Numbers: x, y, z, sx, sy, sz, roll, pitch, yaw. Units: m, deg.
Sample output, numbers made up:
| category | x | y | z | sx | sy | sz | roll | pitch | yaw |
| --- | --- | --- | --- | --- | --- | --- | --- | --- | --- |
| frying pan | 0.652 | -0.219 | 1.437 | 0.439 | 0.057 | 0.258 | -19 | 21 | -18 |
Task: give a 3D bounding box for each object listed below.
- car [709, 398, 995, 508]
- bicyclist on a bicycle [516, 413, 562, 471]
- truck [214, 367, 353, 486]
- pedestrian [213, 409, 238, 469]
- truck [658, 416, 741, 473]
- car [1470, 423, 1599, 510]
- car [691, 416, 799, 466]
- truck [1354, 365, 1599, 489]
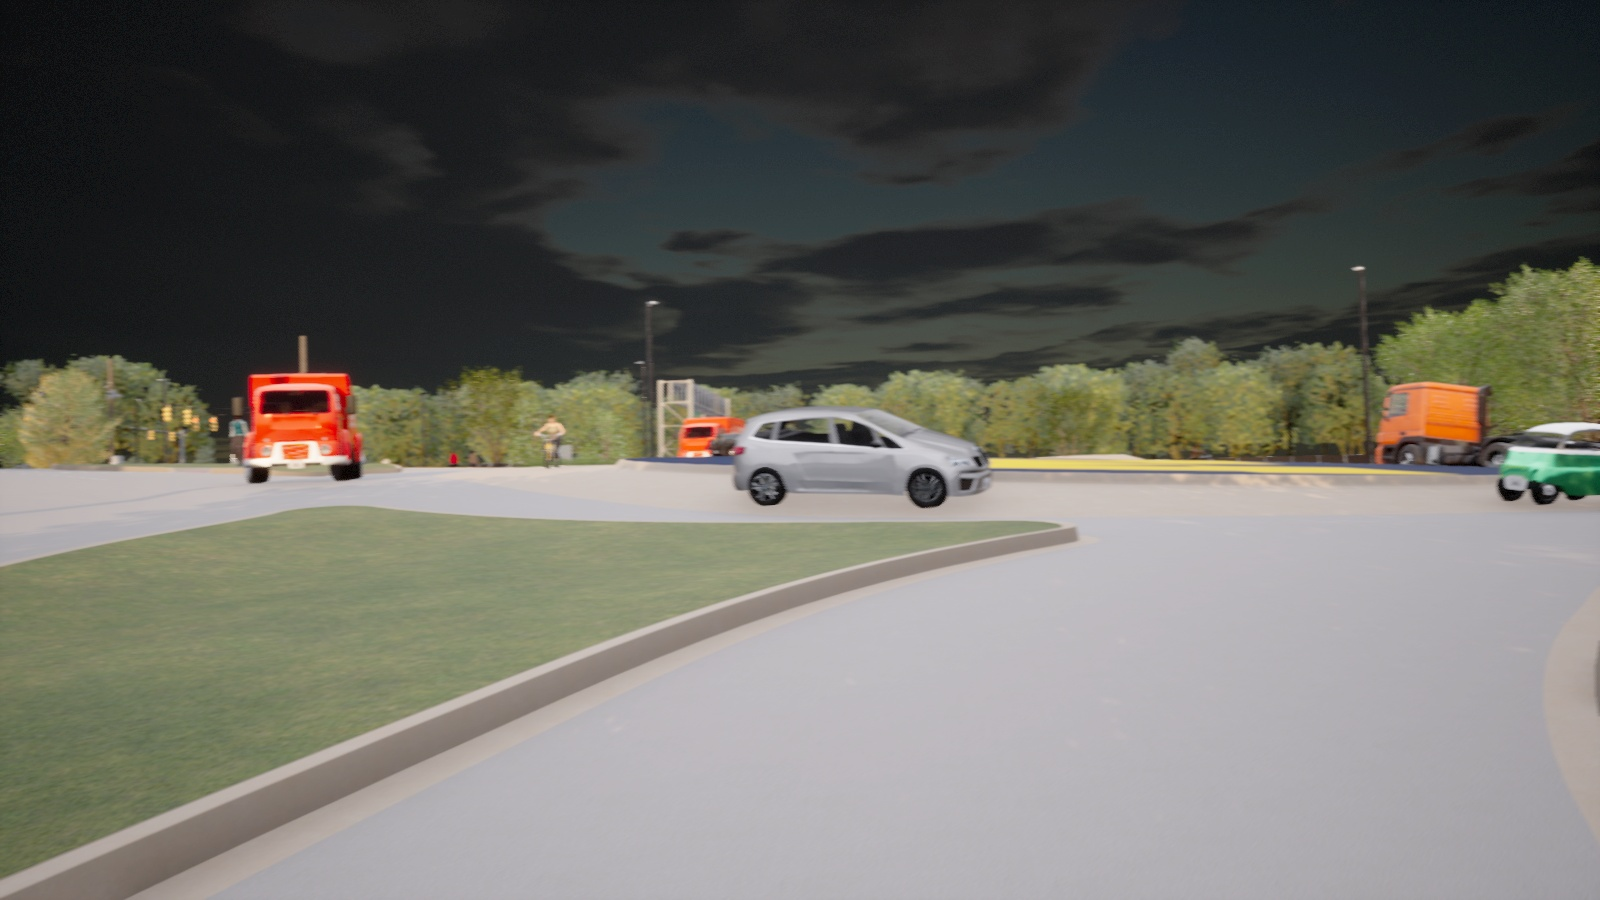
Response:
| category | x | y | z | sx | sy | sz | roll | pitch | yaw |
| --- | --- | --- | --- | --- | --- | --- | --- | --- | --- |
| car | 0.969 | 0.009 | 22.557 | 4.611 | 1.667 | 2.242 | 0 | 6 | 21 |
| bicyclist on a bicycle | -7.571 | -0.234 | 36.503 | 0.866 | 1.612 | 1.509 | -1 | 0 | 5 |
| truck | -11.819 | -0.498 | 29.123 | 2.627 | 2.467 | 5.204 | -2 | 0 | -19 |
| pedestrian | -18.930 | -0.363 | 41.368 | 0.396 | 1.930 | 0.692 | -2 | -2 | 8 |
| truck | -4.635 | -0.232 | 58.896 | 2.627 | 2.467 | 5.204 | -2 | 0 | 9 |
| car | 12.920 | 0.255 | 21.357 | 2.207 | 1.376 | 1.481 | 0 | 3 | -13 |
| car | -2.179 | -0.323 | 49.633 | 3.866 | 1.878 | 1.905 | 1 | -1 | -21 |
| truck | 22.294 | -0.595 | 41.413 | 2.891 | 3.462 | 7.936 | 5 | -3 | -14 |
